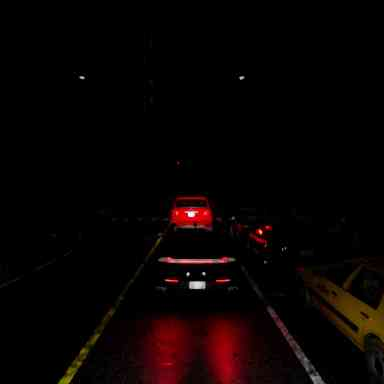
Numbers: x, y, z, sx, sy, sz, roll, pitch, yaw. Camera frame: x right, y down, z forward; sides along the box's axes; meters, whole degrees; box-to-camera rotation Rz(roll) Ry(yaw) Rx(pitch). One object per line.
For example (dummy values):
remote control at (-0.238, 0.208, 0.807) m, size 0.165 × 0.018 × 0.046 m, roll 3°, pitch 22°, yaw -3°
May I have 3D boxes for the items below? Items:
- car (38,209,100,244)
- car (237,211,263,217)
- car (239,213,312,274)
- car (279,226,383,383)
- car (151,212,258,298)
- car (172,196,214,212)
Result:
car at (-5.696, 1.535, 15.899) m, size 1.887 × 1.381 × 4.507 m, roll -1°, pitch 0°, yaw 0°
car at (2.849, 1.573, 15.911) m, size 1.802 × 1.307 × 4.206 m, roll -1°, pitch 0°, yaw 0°
car at (2.855, 1.560, 10.325) m, size 1.947 × 1.339 × 4.313 m, roll -1°, pitch 0°, yaw 0°
car at (2.861, 1.523, 4.909) m, size 1.752 × 1.417 × 4.829 m, roll -1°, pitch 0°, yaw 0°
car at (0.090, 1.487, 8.495) m, size 2.128 × 1.511 × 4.902 m, roll 0°, pitch 0°, yaw 0°
car at (0.047, 1.210, 18.843) m, size 2.150 × 2.045 × 5.566 m, roll 0°, pitch 0°, yaw 2°
